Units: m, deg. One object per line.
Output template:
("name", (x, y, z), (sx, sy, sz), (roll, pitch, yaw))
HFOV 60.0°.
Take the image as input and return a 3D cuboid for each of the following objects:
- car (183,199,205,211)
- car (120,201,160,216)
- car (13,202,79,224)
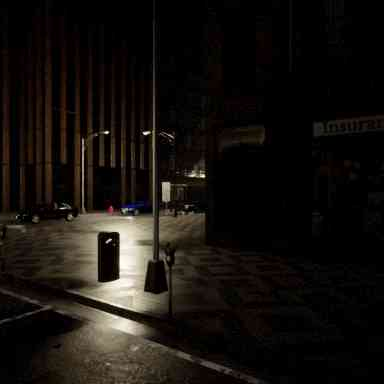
("car", (0.764, 1.628, 42.663), (2.128, 1.511, 4.902), (0, 0, 35))
("car", (-5.251, 1.626, 34.184), (1.812, 1.442, 4.674), (0, 0, 36))
("car", (-11.184, 1.568, 25.791), (1.837, 1.490, 4.892), (0, 0, 35))
